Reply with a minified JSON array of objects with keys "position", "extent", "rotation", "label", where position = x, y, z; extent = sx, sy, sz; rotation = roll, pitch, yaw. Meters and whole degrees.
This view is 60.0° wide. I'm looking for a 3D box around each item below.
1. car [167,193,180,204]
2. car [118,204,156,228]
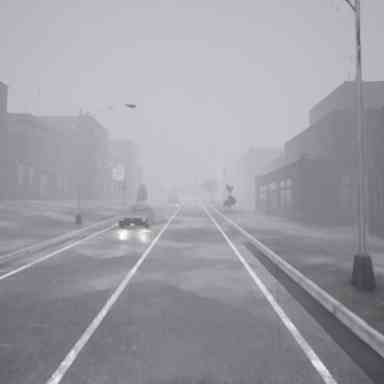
[{"position":[-3.517,1.273,63.270],"extent":[2.150,2.045,5.566],"rotation":[0,0,0],"label":"car"},{"position":[-3.490,1.526,22.069],"extent":[2.033,1.411,5.357],"rotation":[0,0,0],"label":"car"}]
